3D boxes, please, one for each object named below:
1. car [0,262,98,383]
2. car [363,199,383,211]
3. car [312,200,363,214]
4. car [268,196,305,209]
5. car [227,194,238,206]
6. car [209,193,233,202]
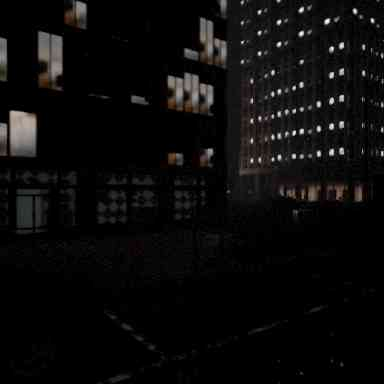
[{"bbox_3d":[-3.410,1.546,3.845,4.507,1.381,1.887,0,0,-35],"label":"car"},{"bbox_3d":[20.112,1.378,36.420,1.802,1.307,4.206,1,0,-32],"label":"car"},{"bbox_3d":[13.505,1.400,31.711,1.802,1.307,4.206,1,0,-32],"label":"car"},{"bbox_3d":[11.276,1.226,39.967,1.837,1.490,4.892,0,1,-32],"label":"car"},{"bbox_3d":[4.575,1.215,45.645,1.802,1.307,4.206,1,0,-33],"label":"car"},{"bbox_3d":[5.161,0.931,59.483,1.967,1.590,4.097,1,0,-35],"label":"car"}]
